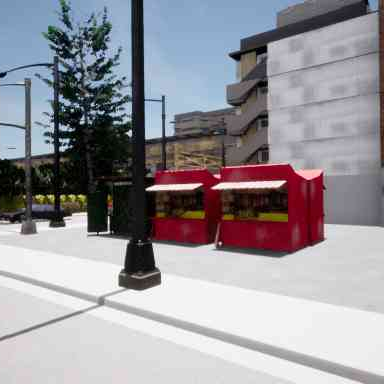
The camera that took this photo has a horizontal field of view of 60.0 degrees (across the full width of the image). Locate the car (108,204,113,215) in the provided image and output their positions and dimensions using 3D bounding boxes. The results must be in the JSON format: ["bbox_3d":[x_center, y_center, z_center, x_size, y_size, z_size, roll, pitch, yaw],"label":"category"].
[{"bbox_3d":[-6.893,1.490,34.590,2.097,1.767,4.553,-1,-1,36],"label":"car"}]

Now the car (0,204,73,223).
[{"bbox_3d":[-12.427,1.686,26.946,2.033,1.411,5.357,-1,-1,36],"label":"car"}]
